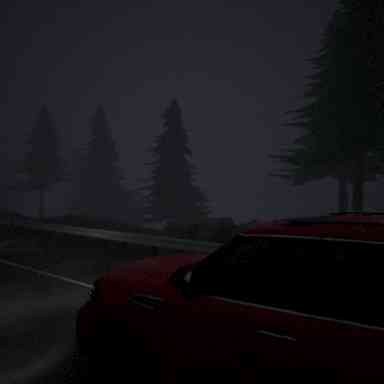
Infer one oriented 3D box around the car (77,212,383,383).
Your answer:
[{"bbox_3d":[1.297,1.220,3.121,5.566,2.045,2.150,0,0,36],"label":"car"}]
